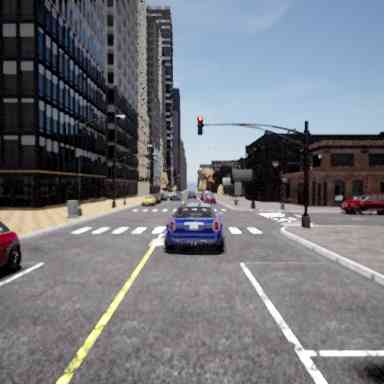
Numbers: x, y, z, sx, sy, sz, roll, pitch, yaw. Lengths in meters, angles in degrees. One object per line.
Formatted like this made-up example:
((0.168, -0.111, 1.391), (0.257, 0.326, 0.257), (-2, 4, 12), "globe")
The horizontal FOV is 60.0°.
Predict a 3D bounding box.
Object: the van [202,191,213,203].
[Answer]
((2.671, 0.832, 56.720), (1.690, 1.788, 3.998), (-1, 1, 0), "van")

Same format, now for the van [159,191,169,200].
((-5.677, 0.731, 68.062), (1.690, 1.788, 3.998), (-1, 1, 0), "van")

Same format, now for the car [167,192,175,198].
((-5.675, 0.718, 90.469), (1.752, 1.417, 4.829), (-1, 1, 0), "car")

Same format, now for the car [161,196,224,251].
((0.206, 1.227, 13.725), (2.097, 1.767, 4.553), (0, 1, 4), "car")

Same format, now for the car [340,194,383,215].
((16.524, 1.144, 30.789), (5.009, 1.841, 2.192), (1, 1, 1), "car")

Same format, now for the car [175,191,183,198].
((-3.005, 0.614, 77.028), (1.837, 1.490, 4.892), (0, 1, 0), "car")

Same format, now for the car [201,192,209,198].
((3.140, 0.753, 83.985), (1.837, 1.490, 4.892), (0, 0, 0), "car")

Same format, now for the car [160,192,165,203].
((-5.672, 1.106, 51.131), (1.947, 1.339, 4.313), (-1, 1, 0), "car")

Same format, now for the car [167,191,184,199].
((-3.052, 1.012, 61.499), (1.994, 1.385, 4.181), (0, 1, 1), "car")

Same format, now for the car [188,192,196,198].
((-0.006, 0.709, 82.418), (2.128, 1.511, 4.902), (0, 1, 0), "car")

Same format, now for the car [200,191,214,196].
((2.673, 0.981, 51.077), (1.967, 1.590, 4.097), (-1, 1, 0), "car")

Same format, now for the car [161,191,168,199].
((-5.673, 1.006, 62.420), (1.947, 1.339, 4.313), (-1, 1, 0), "car")

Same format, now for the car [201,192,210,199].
((3.140, 0.815, 76.984), (1.837, 1.490, 4.892), (0, 0, 0), "car")

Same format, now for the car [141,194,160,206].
((-5.843, 1.118, 45.318), (1.752, 1.417, 4.829), (-1, 1, 0), "car")

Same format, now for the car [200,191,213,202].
((2.670, 0.756, 62.363), (2.192, 1.841, 5.009), (-1, 1, 0), "car")

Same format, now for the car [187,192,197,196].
((-0.006, 0.695, 73.604), (2.097, 1.767, 4.553), (0, 1, 0), "car")

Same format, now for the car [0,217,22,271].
((-5.704, 1.371, 7.541), (1.967, 1.590, 4.097), (-1, 1, 0), "car")
